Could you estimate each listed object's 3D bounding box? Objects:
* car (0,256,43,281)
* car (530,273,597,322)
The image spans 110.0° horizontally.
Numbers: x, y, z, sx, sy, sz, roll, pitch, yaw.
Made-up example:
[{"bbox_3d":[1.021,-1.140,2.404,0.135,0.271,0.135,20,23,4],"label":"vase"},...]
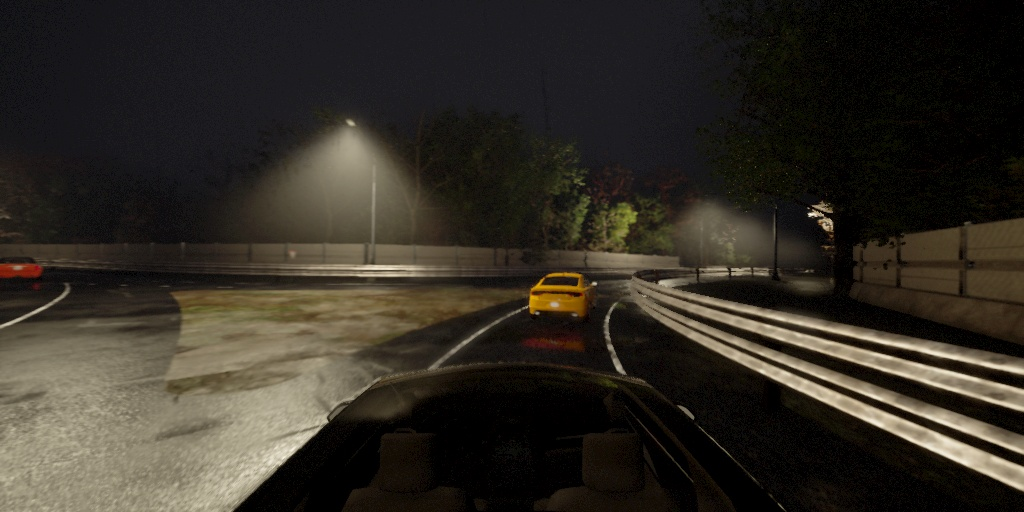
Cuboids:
[{"bbox_3d":[-34.560,0.820,25.028,4.553,1.767,2.097,0,-1,35],"label":"car"},{"bbox_3d":[2.041,1.372,13.271,1.882,1.535,5.008,0,-1,17],"label":"car"}]
